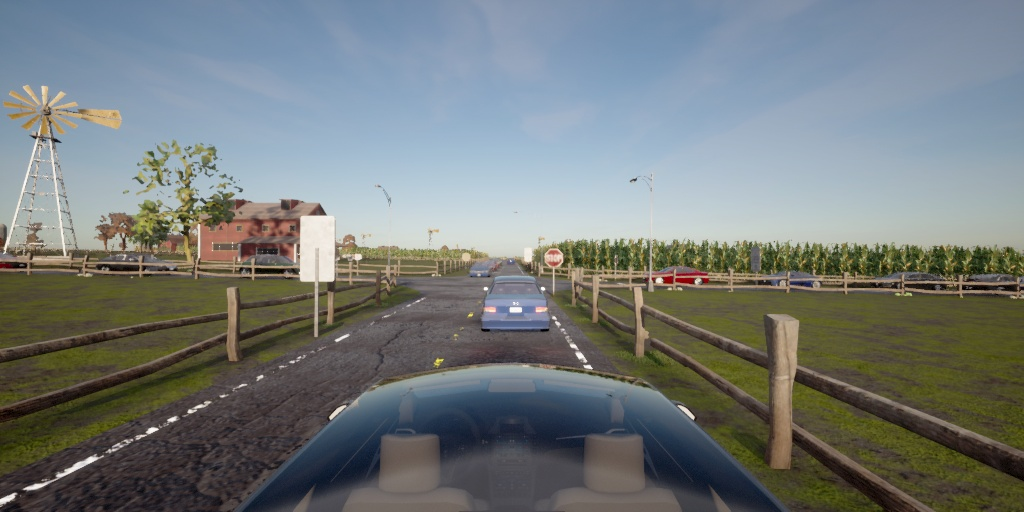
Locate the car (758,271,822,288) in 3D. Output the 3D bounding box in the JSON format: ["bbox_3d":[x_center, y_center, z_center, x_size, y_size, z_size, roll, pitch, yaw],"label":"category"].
[{"bbox_3d":[22.344,1.888,28.885,4.181,1.385,1.994,1,-1,0],"label":"car"}]

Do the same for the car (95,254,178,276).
[{"bbox_3d":[-27.303,0.623,26.221,4.902,1.511,2.128,1,-1,0],"label":"car"}]

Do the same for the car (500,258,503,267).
[{"bbox_3d":[-2.957,1.142,57.252,2.097,1.767,4.553,0,0,0],"label":"car"}]

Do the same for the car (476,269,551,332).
[{"bbox_3d":[0.081,1.300,10.851,2.033,1.411,5.357,0,0,0],"label":"car"}]

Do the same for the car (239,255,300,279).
[{"bbox_3d":[-17.094,0.721,26.162,4.553,1.767,2.097,1,-1,0],"label":"car"}]

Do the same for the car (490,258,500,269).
[{"bbox_3d":[-2.947,1.301,46.849,1.812,1.442,4.674,0,0,0],"label":"car"}]

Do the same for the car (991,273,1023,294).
[{"bbox_3d":[42.149,2.257,28.723,5.008,1.535,1.882,1,-1,1],"label":"car"}]

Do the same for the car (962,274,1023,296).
[{"bbox_3d":[35.452,2.097,25.851,4.892,1.490,1.837,1,-1,0],"label":"car"}]

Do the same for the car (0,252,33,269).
[{"bbox_3d":[-38.394,0.355,26.299,5.008,1.535,1.882,1,-1,0],"label":"car"}]

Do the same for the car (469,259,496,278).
[{"bbox_3d":[-2.923,1.311,34.149,2.033,1.411,5.357,0,0,0],"label":"car"}]

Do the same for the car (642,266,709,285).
[{"bbox_3d":[13.143,1.588,28.930,5.008,1.535,1.882,1,-1,0],"label":"car"}]

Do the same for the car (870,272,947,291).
[{"bbox_3d":[31.777,2.046,28.816,4.892,1.490,1.837,1,-1,0],"label":"car"}]
